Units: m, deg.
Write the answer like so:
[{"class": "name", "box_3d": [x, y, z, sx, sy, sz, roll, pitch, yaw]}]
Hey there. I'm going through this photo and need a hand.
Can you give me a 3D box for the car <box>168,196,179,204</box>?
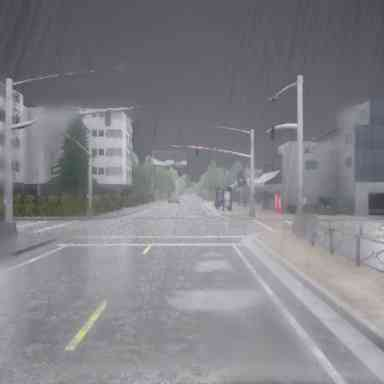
[{"class": "car", "box_3d": [-3.500, 1.495, 63.178, 1.994, 1.385, 4.181, 0, 0, 0]}]
